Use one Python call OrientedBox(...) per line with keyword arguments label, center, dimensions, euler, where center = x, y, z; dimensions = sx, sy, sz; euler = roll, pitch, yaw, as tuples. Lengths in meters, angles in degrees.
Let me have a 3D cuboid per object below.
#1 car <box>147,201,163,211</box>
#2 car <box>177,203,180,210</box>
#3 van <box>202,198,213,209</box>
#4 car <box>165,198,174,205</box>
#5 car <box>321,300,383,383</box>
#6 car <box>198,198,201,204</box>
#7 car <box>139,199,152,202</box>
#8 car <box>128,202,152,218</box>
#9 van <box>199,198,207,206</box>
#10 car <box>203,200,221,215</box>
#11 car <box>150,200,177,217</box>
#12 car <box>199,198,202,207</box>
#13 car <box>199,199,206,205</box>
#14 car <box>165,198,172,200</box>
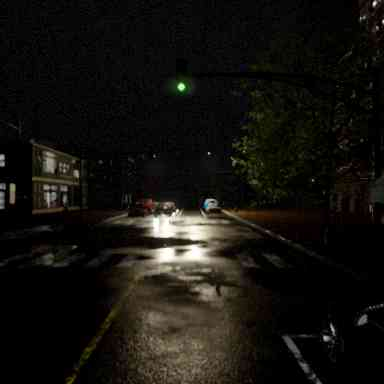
OrientedBox(label="car", center=(-5.725, 2.207, 52.070), dimensions=(2.008, 1.369, 4.403), euler=(0, -1, 0))
OrientedBox(label="car", center=(-3.136, 2.148, 46.324), dimensions=(1.994, 1.385, 4.181), euler=(0, -1, -1))
OrientedBox(label="van", center=(2.660, 1.927, 46.530), dimensions=(1.690, 1.788, 3.998), euler=(0, -1, 0))
OrientedBox(label="car", center=(-5.749, 2.391, 85.376), dimensions=(2.192, 1.841, 5.009), euler=(0, -1, 0))
OrientedBox(label="car", center=(2.691, 1.605, 2.950), dimensions=(1.947, 1.339, 4.313), euler=(0, -1, 0))
OrientedBox(label="car", center=(2.643, 2.432, 68.730), dimensions=(1.947, 1.339, 4.313), euler=(0, -1, 0))
OrientedBox(label="car", center=(-5.716, 1.831, 40.971), dimensions=(2.192, 1.841, 5.009), euler=(0, -1, 0))
OrientedBox(label="car", center=(-5.713, 2.028, 35.417), dimensions=(1.802, 1.307, 4.206), euler=(0, -1, 0))
OrientedBox(label="van", center=(2.636, 2.348, 79.834), dimensions=(1.690, 1.788, 3.998), euler=(0, -1, 0))
OrientedBox(label="car", center=(2.663, 2.044, 41.147), dimensions=(1.752, 1.417, 4.829), euler=(0, -1, 0))
OrientedBox(label="car", center=(-3.121, 1.960, 37.195), dimensions=(2.128, 1.511, 4.902), euler=(0, -1, 0))
OrientedBox(label="car", center=(2.650, 2.277, 57.629), dimensions=(2.008, 1.369, 4.403), euler=(0, -1, 0))
OrientedBox(label="car", center=(2.631, 2.604, 85.552), dimensions=(1.752, 1.417, 4.829), euler=(0, -1, 0))
OrientedBox(label="car", center=(-5.738, 2.389, 68.552), dimensions=(1.752, 1.417, 4.829), euler=(0, -1, 0))
